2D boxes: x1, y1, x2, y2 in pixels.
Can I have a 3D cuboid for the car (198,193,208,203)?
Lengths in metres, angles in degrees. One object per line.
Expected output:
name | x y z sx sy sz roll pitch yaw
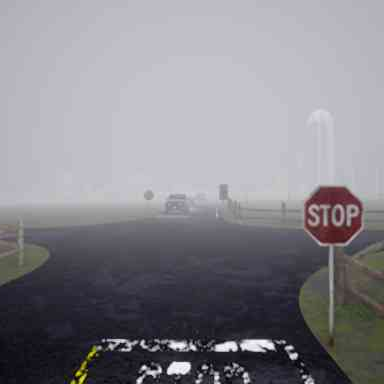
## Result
car | 2.075 1.132 69.115 2.150 2.045 5.566 0 0 8

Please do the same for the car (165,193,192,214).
car | -1.518 1.178 35.722 2.150 2.045 5.566 0 0 4

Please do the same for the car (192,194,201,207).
car | -0.300 1.422 49.705 2.128 1.511 4.902 0 0 6
